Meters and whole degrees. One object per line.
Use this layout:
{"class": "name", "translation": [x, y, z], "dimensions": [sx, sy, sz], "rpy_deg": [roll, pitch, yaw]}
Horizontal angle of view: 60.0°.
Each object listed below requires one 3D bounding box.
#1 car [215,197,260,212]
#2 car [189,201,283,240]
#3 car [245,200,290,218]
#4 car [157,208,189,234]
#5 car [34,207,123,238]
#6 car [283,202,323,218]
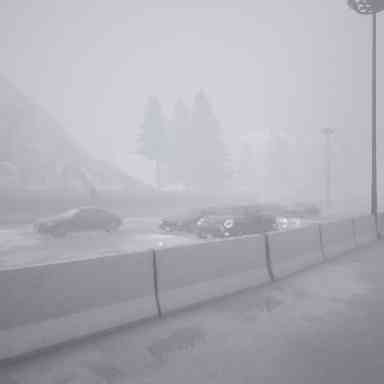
{"class": "car", "translation": [4.820, 1.258, 34.737], "dimensions": [2.033, 1.411, 5.357], "rpy_deg": [0, 0, 41]}
{"class": "car", "translation": [2.268, 1.352, 16.185], "dimensions": [2.097, 1.767, 4.553], "rpy_deg": [0, 0, 43]}
{"class": "car", "translation": [7.445, 1.600, 32.421], "dimensions": [2.033, 1.411, 5.357], "rpy_deg": [0, 0, 41]}
{"class": "car", "translation": [0.494, 1.547, 19.413], "dimensions": [2.033, 1.411, 5.357], "rpy_deg": [0, 0, 42]}
{"class": "car", "translation": [-5.893, 1.525, 17.752], "dimensions": [1.812, 1.442, 4.674], "rpy_deg": [0, 0, 45]}
{"class": "car", "translation": [10.069, 1.603, 30.106], "dimensions": [2.033, 1.411, 5.357], "rpy_deg": [0, 0, 41]}
